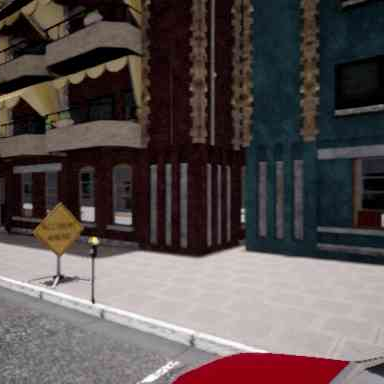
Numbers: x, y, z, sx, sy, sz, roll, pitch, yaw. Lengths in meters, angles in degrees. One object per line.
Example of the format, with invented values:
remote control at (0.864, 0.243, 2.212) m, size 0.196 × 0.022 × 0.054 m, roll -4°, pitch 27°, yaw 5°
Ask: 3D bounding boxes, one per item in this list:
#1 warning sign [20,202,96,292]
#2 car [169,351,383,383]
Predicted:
warning sign at (-3.147, 1.184, 7.881) m, size 1.060 × 1.860 × 1.300 m, roll 0°, pitch -1°, yaw 35°
car at (1.554, 1.577, 1.611) m, size 4.206 × 1.307 × 1.802 m, roll -1°, pitch 0°, yaw 35°
